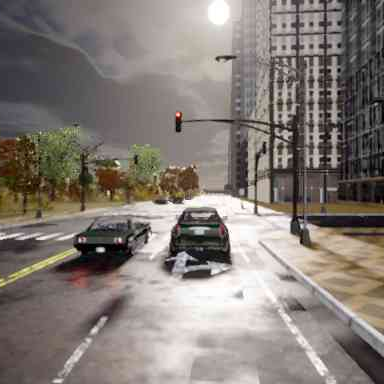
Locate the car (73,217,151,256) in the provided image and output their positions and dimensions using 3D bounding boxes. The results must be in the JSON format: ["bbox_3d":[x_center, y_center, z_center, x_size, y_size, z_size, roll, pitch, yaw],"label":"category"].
[{"bbox_3d":[-2.898,1.626,13.207,1.895,1.301,4.718,0,0,3],"label":"car"}]

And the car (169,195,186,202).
[{"bbox_3d":[-2.468,1.623,60.867,1.837,1.490,4.892,0,0,6],"label":"car"}]

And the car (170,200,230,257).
[{"bbox_3d":[0.367,1.378,13.315,2.097,1.767,4.553,0,0,3],"label":"car"}]

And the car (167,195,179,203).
[{"bbox_3d":[-4.290,1.499,76.742,2.097,1.767,4.553,0,0,5],"label":"car"}]

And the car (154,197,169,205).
[{"bbox_3d":[-5.705,1.683,61.179,1.994,1.385,4.181,0,0,6],"label":"car"}]

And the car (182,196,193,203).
[{"bbox_3d":[-1.056,1.697,76.427,1.994,1.385,4.181,0,0,5],"label":"car"}]
